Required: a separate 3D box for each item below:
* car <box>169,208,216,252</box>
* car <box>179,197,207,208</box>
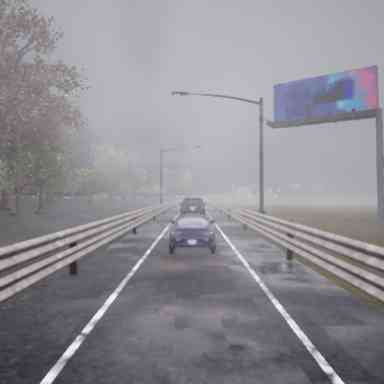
[{"bbox_3d":[0.023,1.661,14.366,1.812,1.442,4.674,0,0,0],"label":"car"},{"bbox_3d":[0.082,1.487,28.964,2.150,2.045,5.566,0,0,0],"label":"car"}]
